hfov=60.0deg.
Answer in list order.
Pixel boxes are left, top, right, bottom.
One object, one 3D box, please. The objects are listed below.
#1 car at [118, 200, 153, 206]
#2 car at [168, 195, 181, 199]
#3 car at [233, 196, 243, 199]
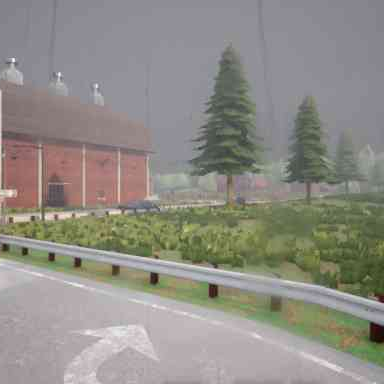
[{"bbox_3d":[-6.168,1.574,38.406,2.033,1.411,5.357,0,0,37],"label":"car"},{"bbox_3d":[-4.695,1.532,86.064,1.816,1.474,4.193,0,0,36],"label":"car"},{"bbox_3d":[7.353,1.536,56.340,1.837,1.490,4.892,0,0,37],"label":"car"}]
